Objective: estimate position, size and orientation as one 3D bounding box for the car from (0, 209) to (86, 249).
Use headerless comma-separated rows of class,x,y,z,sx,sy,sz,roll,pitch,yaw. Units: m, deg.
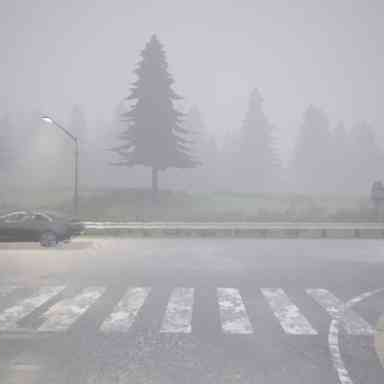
car,-7.026,1.496,14.048,4.902,1.511,2.128,0,0,1
